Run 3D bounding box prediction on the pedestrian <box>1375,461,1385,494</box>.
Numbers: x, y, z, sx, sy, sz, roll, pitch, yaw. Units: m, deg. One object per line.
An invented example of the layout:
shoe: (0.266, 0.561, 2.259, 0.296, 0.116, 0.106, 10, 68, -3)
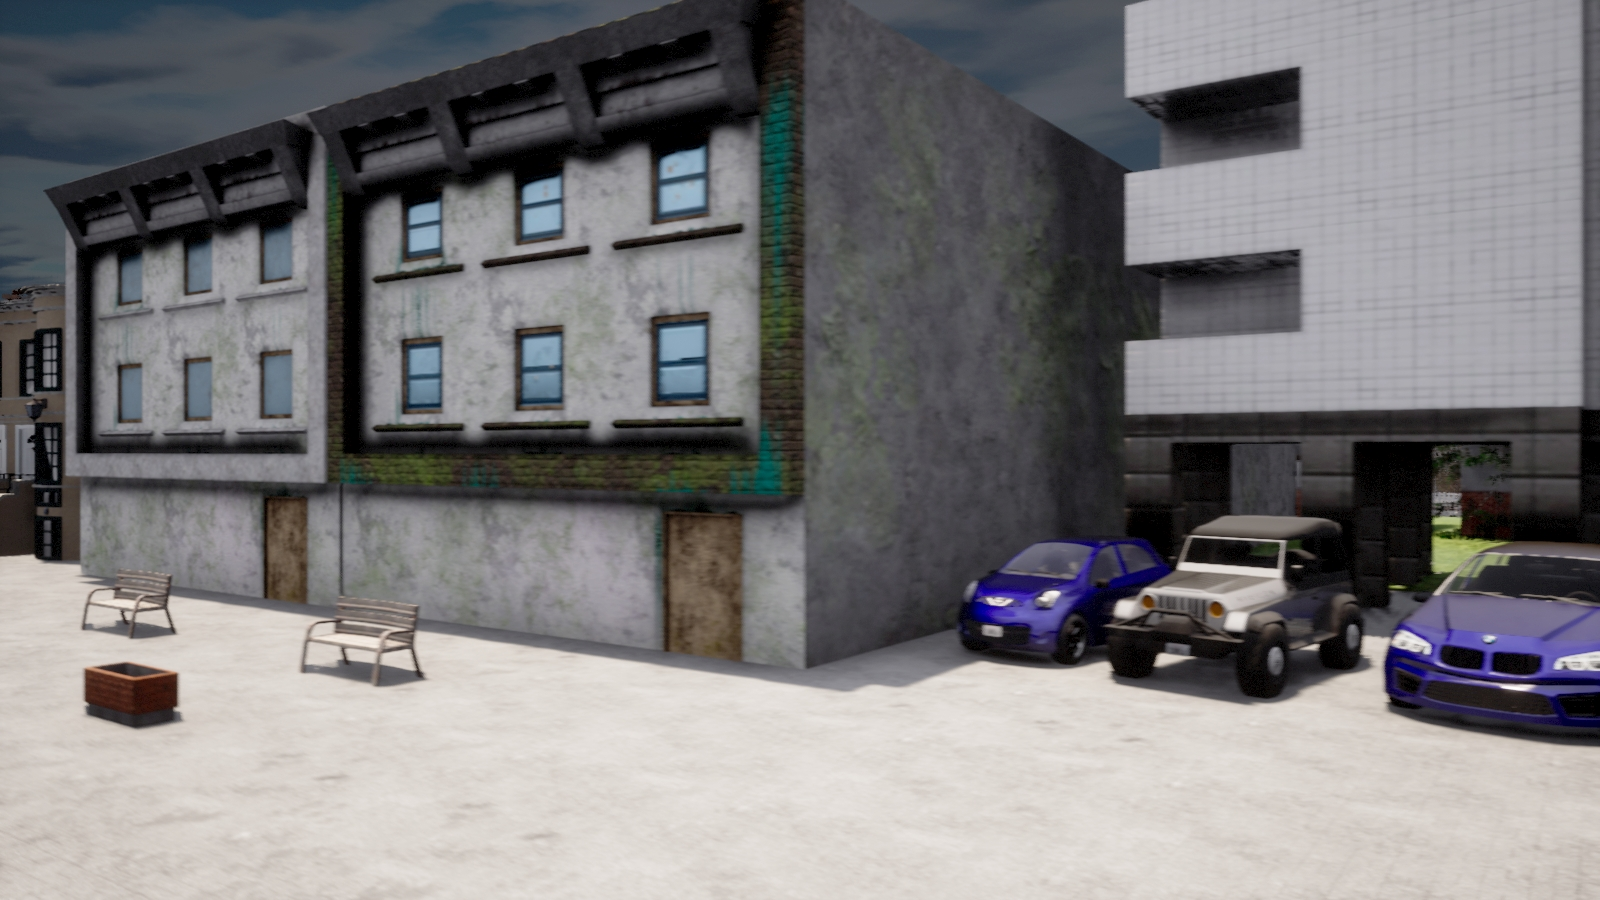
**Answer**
pedestrian: (32.207, 1.529, 63.441, 0.375, 1.860, 0.375, 0, 0, -45)
